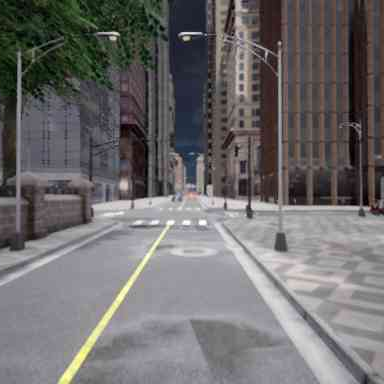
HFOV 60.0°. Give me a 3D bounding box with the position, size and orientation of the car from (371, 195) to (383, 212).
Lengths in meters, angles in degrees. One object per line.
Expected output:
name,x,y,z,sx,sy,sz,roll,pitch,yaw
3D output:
car,22.806,1.279,36.525,5.009,1.841,2.192,0,-1,0

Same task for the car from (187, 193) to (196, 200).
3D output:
car,-0.045,1.075,79.188,2.097,1.767,4.553,0,0,0

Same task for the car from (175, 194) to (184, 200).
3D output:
car,-3.047,1.169,81.516,1.812,1.442,4.674,0,0,0

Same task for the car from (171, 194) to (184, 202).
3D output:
car,-3.047,1.284,65.998,1.812,1.442,4.674,0,0,0

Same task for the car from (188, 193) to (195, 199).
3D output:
car,-0.052,1.079,89.254,1.882,1.535,5.008,0,0,0

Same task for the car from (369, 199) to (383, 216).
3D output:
car,17.358,1.262,28.006,4.097,1.590,1.967,0,-1,0
